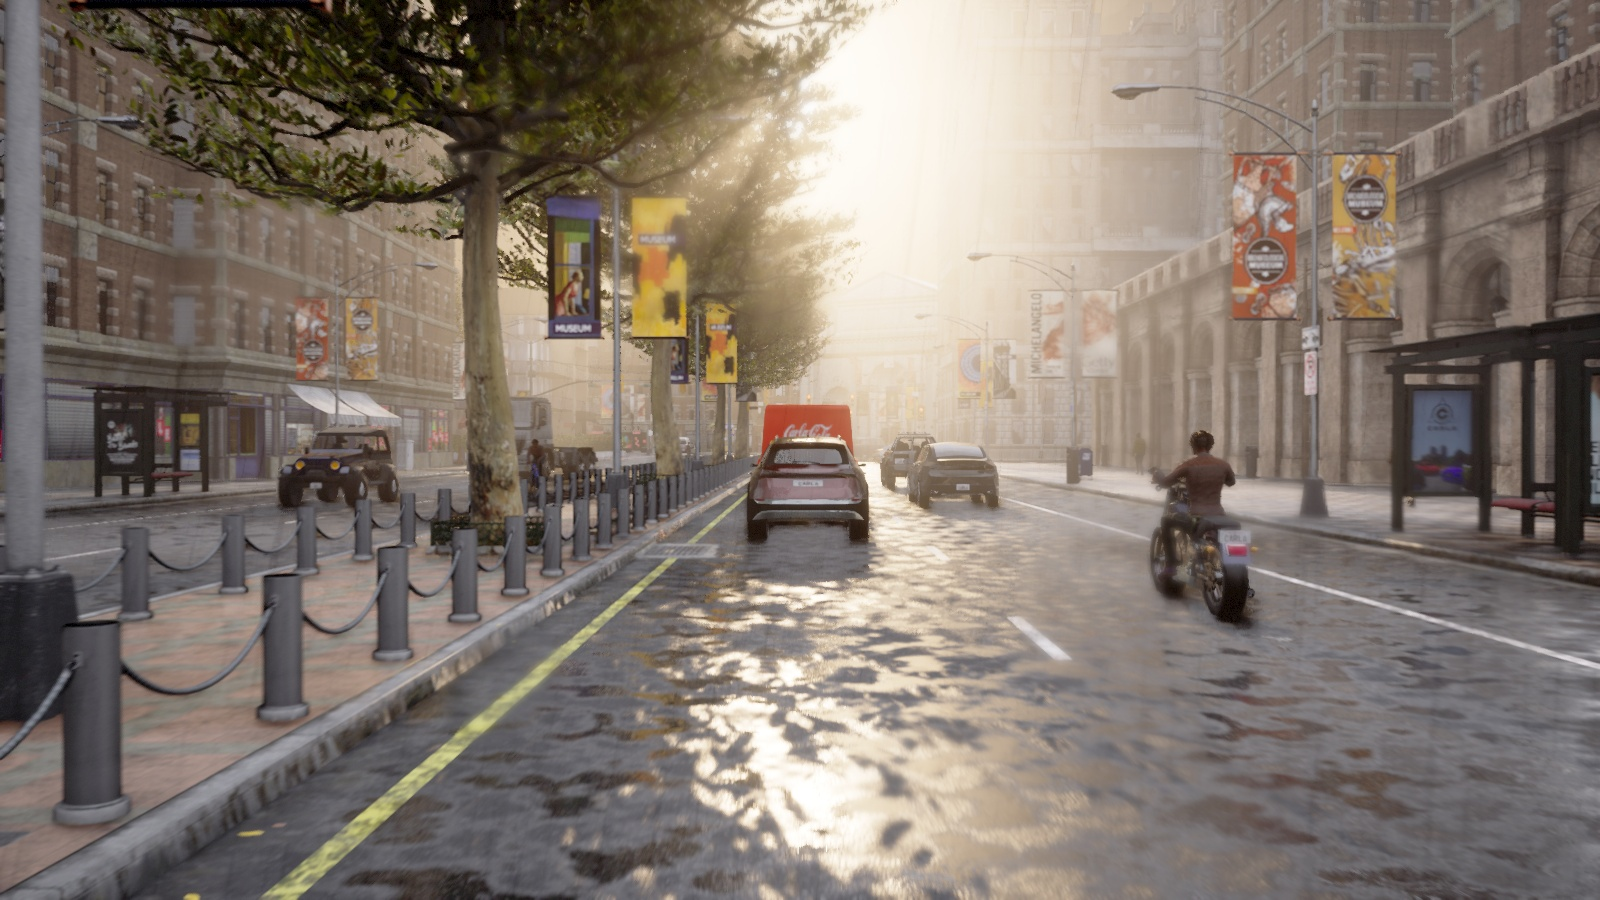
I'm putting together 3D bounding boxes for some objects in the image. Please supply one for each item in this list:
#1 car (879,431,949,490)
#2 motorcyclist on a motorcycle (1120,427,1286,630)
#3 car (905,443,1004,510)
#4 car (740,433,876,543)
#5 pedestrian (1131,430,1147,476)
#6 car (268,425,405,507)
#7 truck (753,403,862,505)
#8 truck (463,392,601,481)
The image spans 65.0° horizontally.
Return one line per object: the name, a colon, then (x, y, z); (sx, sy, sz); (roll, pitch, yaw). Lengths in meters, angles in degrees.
car: (3.752, 0.329, 42.074); (1.932, 1.855, 4.605); (0, 0, 0)
motorcyclist on a motorcycle: (3.579, 0.635, 11.394); (0.766, 1.649, 2.350); (0, 0, 0)
car: (3.688, 0.581, 30.732); (1.837, 1.490, 4.892); (0, 0, 0)
car: (0.135, 0.557, 21.231); (2.033, 1.649, 4.856); (0, 0, 0)
pedestrian: (13.860, 0.125, 51.337); (0.431, 1.840, 0.709); (0, 0, 0)
car: (-11.311, 0.359, 30.924); (1.905, 1.878, 3.866); (0, 0, 0)
truck: (0.201, 0.074, 32.896); (2.627, 2.467, 5.204); (0, 0, 0)
truck: (-11.057, -0.542, 52.725); (2.891, 3.462, 7.936); (0, 0, 10)
